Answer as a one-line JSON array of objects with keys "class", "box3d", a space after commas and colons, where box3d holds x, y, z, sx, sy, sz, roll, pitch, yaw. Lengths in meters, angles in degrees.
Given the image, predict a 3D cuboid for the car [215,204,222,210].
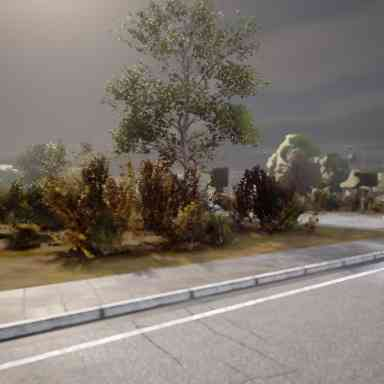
[{"class": "car", "box3d": [2.234, 2.085, 53.197, 5.566, 2.045, 2.150, -1, -1, 42]}]
